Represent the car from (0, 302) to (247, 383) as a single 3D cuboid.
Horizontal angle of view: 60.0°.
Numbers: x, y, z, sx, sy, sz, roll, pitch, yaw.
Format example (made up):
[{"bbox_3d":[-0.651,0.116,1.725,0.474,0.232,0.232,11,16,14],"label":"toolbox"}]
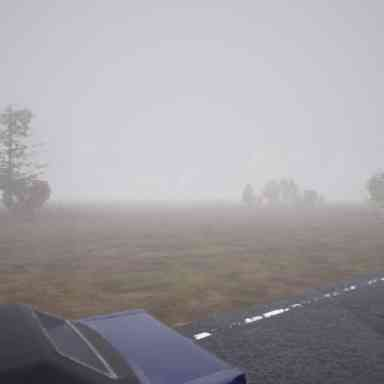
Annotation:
[{"bbox_3d":[-1.962,1.601,1.980,4.718,1.301,1.895,0,0,-36],"label":"car"}]
